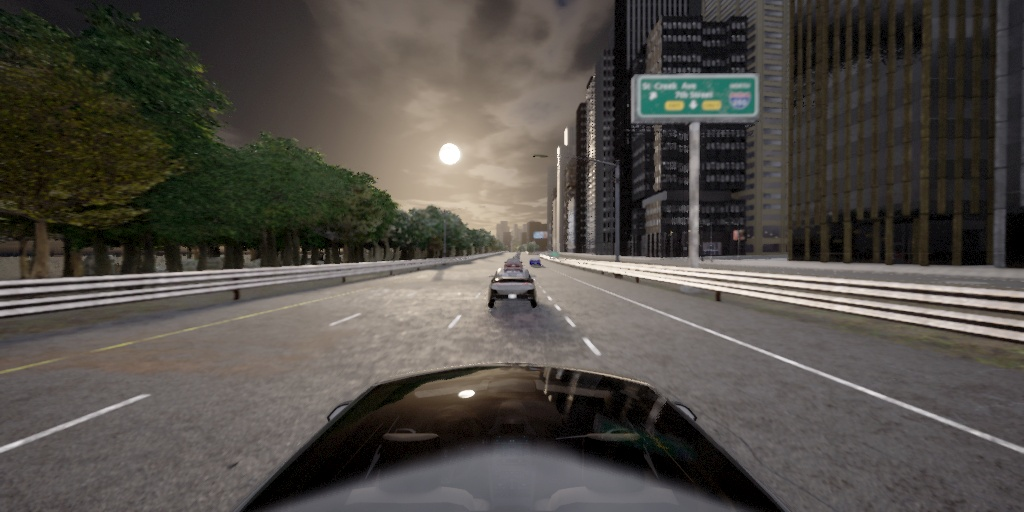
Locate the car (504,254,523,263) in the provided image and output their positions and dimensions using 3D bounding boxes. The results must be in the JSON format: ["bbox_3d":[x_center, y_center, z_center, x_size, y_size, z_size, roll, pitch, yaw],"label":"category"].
[{"bbox_3d":[0.178,1.013,41.333,2.097,1.767,4.553,0,0,1],"label":"car"}]

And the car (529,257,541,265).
[{"bbox_3d":[4.018,0.983,63.452,1.882,1.535,5.008,0,0,1],"label":"car"}]

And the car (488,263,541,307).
[{"bbox_3d":[0.024,1.236,15.429,2.128,1.511,4.902,0,0,0],"label":"car"}]
